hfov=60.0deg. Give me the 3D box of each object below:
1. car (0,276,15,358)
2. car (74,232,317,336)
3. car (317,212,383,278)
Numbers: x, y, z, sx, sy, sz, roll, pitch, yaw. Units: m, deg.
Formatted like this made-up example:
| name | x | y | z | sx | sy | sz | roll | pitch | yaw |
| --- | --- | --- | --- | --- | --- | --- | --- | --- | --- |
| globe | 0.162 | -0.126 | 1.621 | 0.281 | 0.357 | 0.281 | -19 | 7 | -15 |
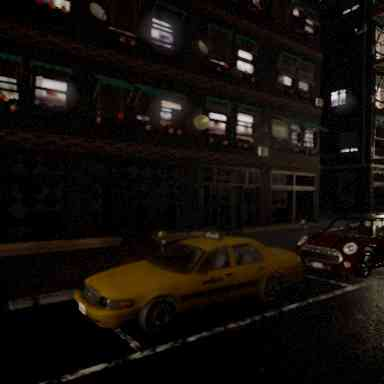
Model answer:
| name | x | y | z | sx | sy | sz | roll | pitch | yaw |
| --- | --- | --- | --- | --- | --- | --- | --- | --- | --- |
| car | -4.261 | 1.568 | 3.463 | 4.313 | 1.339 | 1.947 | 0 | 1 | -35 |
| car | 0.228 | 1.522 | 6.665 | 4.829 | 1.417 | 1.752 | 0 | 1 | -35 |
| car | 4.996 | 1.432 | 10.064 | 4.097 | 1.590 | 1.967 | 0 | 1 | -35 |
